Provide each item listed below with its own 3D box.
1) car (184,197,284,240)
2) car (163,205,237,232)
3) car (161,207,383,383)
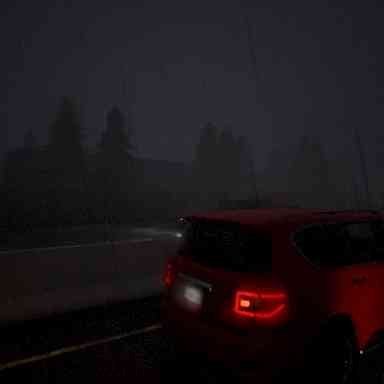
[{"bbox_3d":[2.451,1.335,18.647,5.566,2.045,2.150,1,0,-36],"label":"car"},{"bbox_3d":[0.595,1.641,21.627,4.674,1.442,1.812,1,0,-36],"label":"car"},{"bbox_3d":[2.192,1.266,5.316,5.566,2.045,2.150,0,0,-35],"label":"car"}]
